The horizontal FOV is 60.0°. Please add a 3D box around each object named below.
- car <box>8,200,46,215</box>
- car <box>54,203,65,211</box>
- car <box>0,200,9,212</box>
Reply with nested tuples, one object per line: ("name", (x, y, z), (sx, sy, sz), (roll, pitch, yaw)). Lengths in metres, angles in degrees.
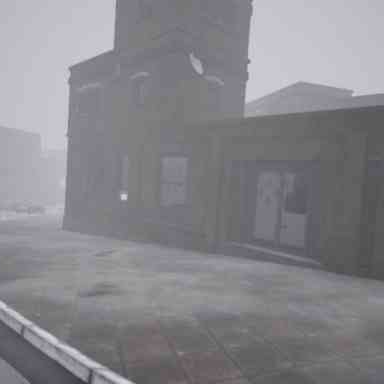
("car", (-19.775, 1.943, 40.867), (2.128, 1.511, 4.902), (4, -1, 3))
("car", (-18.614, 2.308, 50.782), (2.033, 1.411, 5.357), (5, -1, 16))
("car", (-23.269, 1.752, 42.712), (1.837, 1.490, 4.892), (4, -1, 5))
